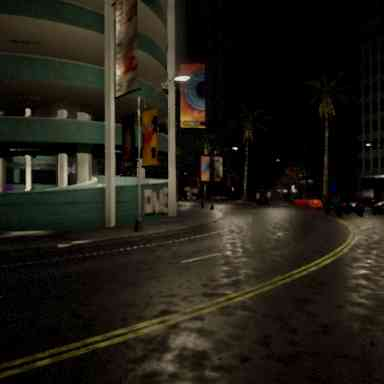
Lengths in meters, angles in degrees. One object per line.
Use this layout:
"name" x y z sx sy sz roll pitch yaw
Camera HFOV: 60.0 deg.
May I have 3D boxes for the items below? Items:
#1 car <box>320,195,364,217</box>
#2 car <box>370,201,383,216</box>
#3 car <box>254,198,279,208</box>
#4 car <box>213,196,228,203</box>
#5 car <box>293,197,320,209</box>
"car" 14.337 1.257 31.590 2.150 2.045 5.566 0 0 6
"car" 17.484 1.503 29.456 2.128 1.511 4.902 0 0 9
"car" 11.353 1.596 50.979 1.882 1.535 5.008 0 0 -20
"car" 6.573 1.717 77.914 2.231 1.521 4.892 0 0 -24
"car" 16.253 1.431 47.232 2.097 1.767 4.553 0 0 -15
